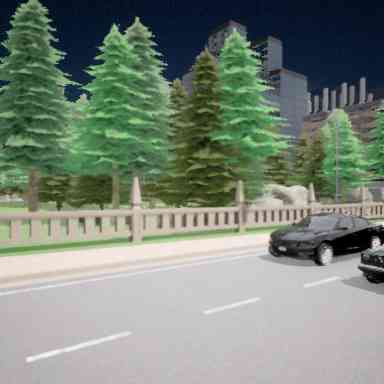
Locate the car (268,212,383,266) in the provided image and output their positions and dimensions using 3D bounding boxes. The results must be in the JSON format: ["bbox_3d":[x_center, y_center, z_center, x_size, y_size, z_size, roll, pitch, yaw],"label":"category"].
[{"bbox_3d":[4.828,1.488,11.734,5.008,1.535,1.882,0,0,-35],"label":"car"}]

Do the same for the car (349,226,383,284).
[{"bbox_3d":[6.234,1.610,8.438,4.718,1.301,1.895,0,0,-35],"label":"car"}]
